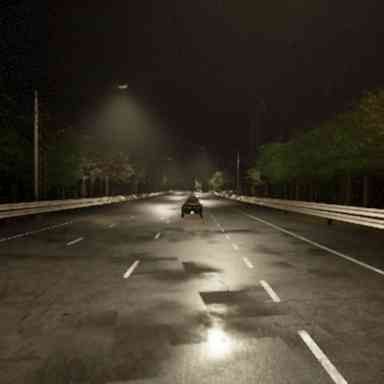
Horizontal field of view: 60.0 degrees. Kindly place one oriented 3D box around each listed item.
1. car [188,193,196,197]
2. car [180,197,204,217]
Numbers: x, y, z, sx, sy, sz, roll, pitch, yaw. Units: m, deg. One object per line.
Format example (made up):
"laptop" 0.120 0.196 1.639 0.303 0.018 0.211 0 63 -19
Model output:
"car" 0.029 1.346 51.020 2.128 1.511 4.902 0 0 0
"car" 0.015 1.437 29.885 1.837 1.490 4.892 0 0 0
